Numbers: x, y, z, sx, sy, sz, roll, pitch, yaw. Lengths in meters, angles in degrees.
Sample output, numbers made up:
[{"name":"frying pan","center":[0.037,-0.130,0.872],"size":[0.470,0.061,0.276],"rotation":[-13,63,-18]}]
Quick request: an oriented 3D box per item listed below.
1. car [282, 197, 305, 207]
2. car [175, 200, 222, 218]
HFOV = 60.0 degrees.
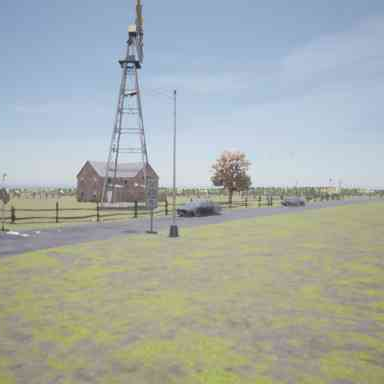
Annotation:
[{"name":"car","center":[14.386,1.373,47.093],"size":[1.994,1.385,4.181],"rotation":[1,1,39]},{"name":"car","center":[0.656,1.427,29.606],"size":[2.033,1.411,5.357],"rotation":[1,1,38]}]
